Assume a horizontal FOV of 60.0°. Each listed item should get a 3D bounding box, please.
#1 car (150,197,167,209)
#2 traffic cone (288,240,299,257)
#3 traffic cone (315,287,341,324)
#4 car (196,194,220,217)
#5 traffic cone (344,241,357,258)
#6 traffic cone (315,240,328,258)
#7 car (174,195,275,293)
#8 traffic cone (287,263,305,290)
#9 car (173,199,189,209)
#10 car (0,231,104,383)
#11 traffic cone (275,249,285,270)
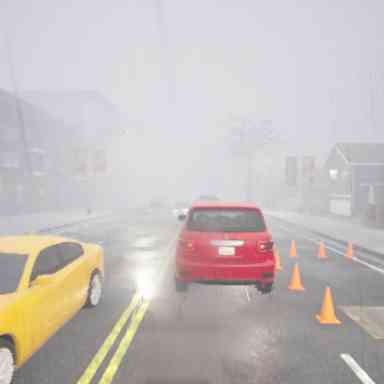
[{"bbox_3d":[-4.666,1.493,46.389,1.882,1.535,5.008,1,0,2],"label":"car"},{"bbox_3d":[3.619,2.002,11.886,0.340,0.580,0.340,1,0,2],"label":"traffic cone"},{"bbox_3d":[2.417,1.984,5.923,0.340,0.580,0.340,1,0,2],"label":"traffic cone"},{"bbox_3d":[1.569,1.276,33.327,2.150,2.045,5.566,1,0,2],"label":"car"},{"bbox_3d":[5.618,2.020,11.818,0.340,0.580,0.340,1,0,2],"label":"traffic cone"},{"bbox_3d":[4.618,2.011,11.852,0.340,0.580,0.340,1,0,2],"label":"traffic cone"},{"bbox_3d":[0.761,1.238,9.127,2.150,2.045,5.566,1,0,2],"label":"car"},{"bbox_3d":[2.484,1.987,7.922,0.340,0.580,0.340,1,0,2],"label":"traffic cone"},{"bbox_3d":[-1.424,1.645,46.151,1.895,1.301,4.718,1,0,2],"label":"car"},{"bbox_3d":[-2.831,1.457,5.018,1.882,1.535,5.008,1,0,2],"label":"car"},{"bbox_3d":[2.552,1.990,9.921,0.340,0.580,0.340,1,0,2],"label":"traffic cone"}]
